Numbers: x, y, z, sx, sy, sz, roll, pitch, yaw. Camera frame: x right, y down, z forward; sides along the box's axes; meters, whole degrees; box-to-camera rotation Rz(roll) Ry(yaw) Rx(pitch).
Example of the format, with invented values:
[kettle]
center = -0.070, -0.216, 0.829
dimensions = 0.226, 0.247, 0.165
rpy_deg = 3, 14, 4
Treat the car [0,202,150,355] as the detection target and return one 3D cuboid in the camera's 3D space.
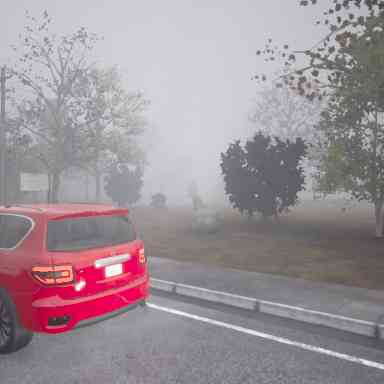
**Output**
[car]
center = -3.313, 1.221, 6.343
dimensions = 5.566, 2.045, 2.150
rpy_deg = 0, 0, 35
